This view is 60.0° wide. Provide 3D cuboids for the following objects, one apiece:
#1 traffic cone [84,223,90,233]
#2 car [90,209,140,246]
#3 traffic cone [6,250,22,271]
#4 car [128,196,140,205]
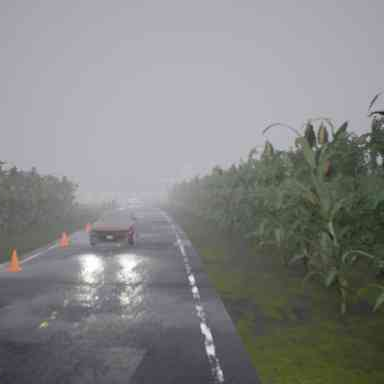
[{"bbox_3d":[-6.237,2.121,19.924,0.340,0.580,0.340,0,0,-6],"label":"traffic cone"},{"bbox_3d":[-3.613,1.607,16.175,1.882,1.535,5.008,0,0,-5],"label":"car"},{"bbox_3d":[-5.340,2.048,10.021,0.340,0.580,0.340,0,0,-5],"label":"traffic cone"},{"bbox_3d":[-12.552,1.782,71.512,2.150,2.045,5.566,0,-1,-16],"label":"car"}]
